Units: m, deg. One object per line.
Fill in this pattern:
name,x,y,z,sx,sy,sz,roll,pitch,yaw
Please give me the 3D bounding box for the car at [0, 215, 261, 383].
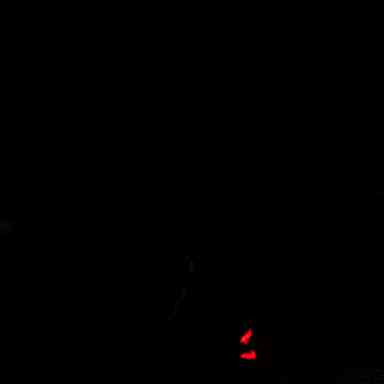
car,-2.086,1.218,1.615,5.566,2.045,2.150,0,0,-36
